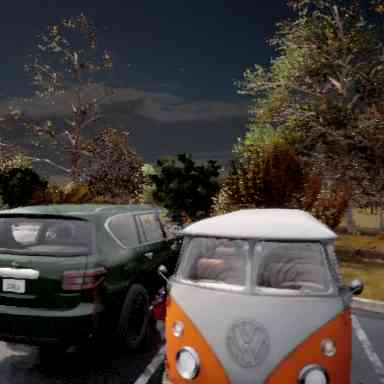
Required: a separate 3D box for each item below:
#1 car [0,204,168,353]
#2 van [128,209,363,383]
[{"bbox_3d":[-1.394,1.246,6.533,2.435,2.045,5.566,0,-1,16],"label":"car"},{"bbox_3d":[0.994,1.262,4.661,1.878,1.987,4.442,0,-1,16],"label":"van"}]
